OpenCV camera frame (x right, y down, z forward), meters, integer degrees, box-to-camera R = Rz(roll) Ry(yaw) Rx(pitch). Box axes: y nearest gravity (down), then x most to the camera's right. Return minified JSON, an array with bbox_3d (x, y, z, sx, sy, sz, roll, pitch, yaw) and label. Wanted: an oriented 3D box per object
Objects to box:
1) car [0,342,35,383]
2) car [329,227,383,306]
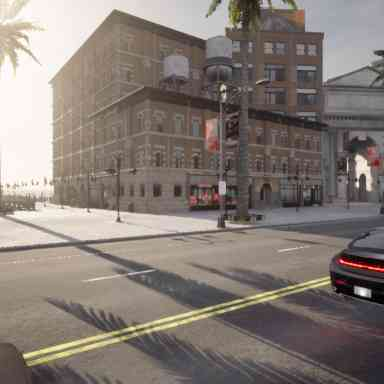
[{"bbox_3d":[-3.440,1.547,1.282,5.357,1.411,2.033,0,0,-36],"label":"car"},{"bbox_3d":[4.966,1.505,7.252,4.892,1.490,1.837,0,0,-36],"label":"car"}]
